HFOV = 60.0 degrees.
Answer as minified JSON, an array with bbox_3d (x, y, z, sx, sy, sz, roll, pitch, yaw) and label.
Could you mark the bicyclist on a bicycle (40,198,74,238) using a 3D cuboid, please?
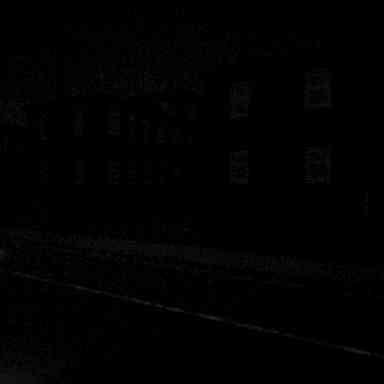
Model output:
[{"bbox_3d":[-5.720,1.085,14.146,0.582,1.620,1.656,0,1,31],"label":"bicyclist on a bicycle"}]
